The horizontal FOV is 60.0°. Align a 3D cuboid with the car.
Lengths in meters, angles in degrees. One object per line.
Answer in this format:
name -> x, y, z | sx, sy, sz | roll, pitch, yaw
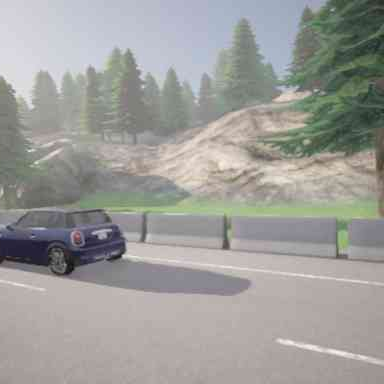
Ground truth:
car -> -4.232, 1.238, 10.035 | 4.553, 1.767, 2.097 | -1, 1, 31
